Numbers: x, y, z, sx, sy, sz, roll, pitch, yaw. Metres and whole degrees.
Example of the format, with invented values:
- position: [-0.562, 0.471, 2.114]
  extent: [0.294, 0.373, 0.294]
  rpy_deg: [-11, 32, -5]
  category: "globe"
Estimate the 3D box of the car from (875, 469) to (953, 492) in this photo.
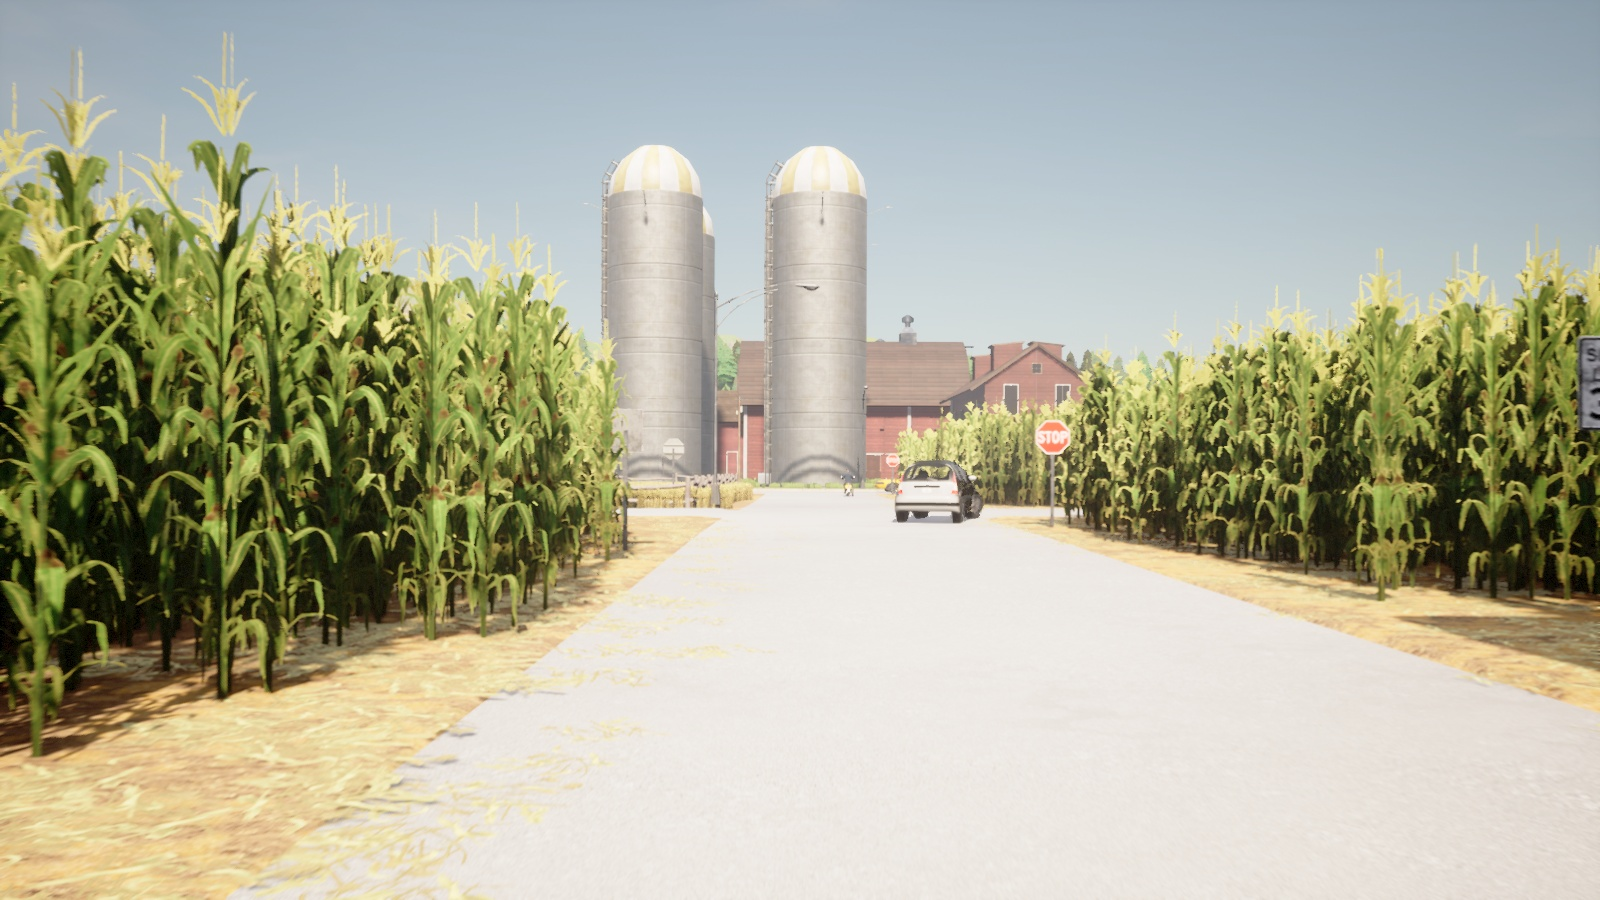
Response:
- position: [8.209, 2.183, 90.589]
  extent: [5.366, 1.575, 1.801]
  rpy_deg: [0, -1, -4]
  category: "car"

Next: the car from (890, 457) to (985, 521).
- position: [3.771, 1.017, 33.842]
  extent: [1.851, 1.617, 3.988]
  rpy_deg: [-1, -1, 16]
  category: "car"
